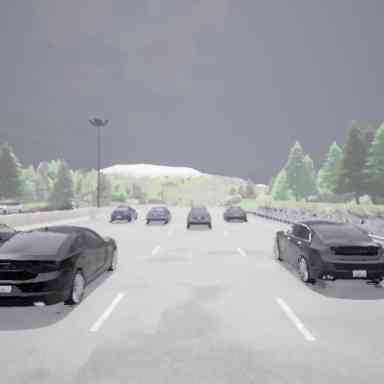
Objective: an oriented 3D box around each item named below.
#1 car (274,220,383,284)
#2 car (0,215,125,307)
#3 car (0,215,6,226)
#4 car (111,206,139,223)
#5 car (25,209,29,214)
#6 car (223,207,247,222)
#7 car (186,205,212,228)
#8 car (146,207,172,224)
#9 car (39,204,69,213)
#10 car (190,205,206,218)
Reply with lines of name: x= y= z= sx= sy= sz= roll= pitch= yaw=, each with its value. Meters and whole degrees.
car: x=3.773 y=1.603 z=9.844 sx=1.837 sy=1.490 sz=4.892 roll=0 pitch=-1 yaw=1
car: x=-3.253 y=1.583 z=8.300 sx=1.882 sy=1.535 sz=5.008 roll=0 pitch=-1 yaw=1
car: x=-6.716 y=1.693 z=10.512 sx=2.033 sy=1.411 sz=5.357 roll=0 pitch=-1 yaw=1
car: x=-6.377 y=2.086 z=31.439 sx=1.812 sy=1.442 sz=4.674 roll=0 pitch=-1 yaw=1
car: x=-20.337 y=2.505 z=43.628 sx=1.994 sy=1.385 sz=4.181 roll=0 pitch=-2 yaw=1
car: x=4.143 y=2.111 z=32.347 sx=1.994 sy=1.385 sz=4.181 roll=0 pitch=-1 yaw=1
car: x=0.527 y=1.936 z=25.411 sx=2.033 sy=1.411 sz=5.357 roll=0 pitch=-1 yaw=1
car: x=-2.903 y=2.050 z=29.643 sx=2.033 sy=1.411 sz=5.357 roll=0 pitch=-1 yaw=1
car: x=-16.875 y=2.105 z=41.952 sx=2.150 sy=2.045 sz=5.566 roll=0 pitch=-2 yaw=1
car: x=0.784 y=2.308 z=40.564 sx=1.812 sy=1.442 sz=4.674 roll=0 pitch=-1 yaw=2
